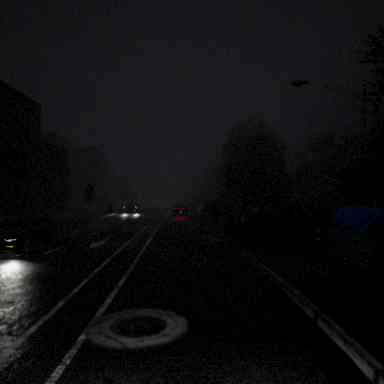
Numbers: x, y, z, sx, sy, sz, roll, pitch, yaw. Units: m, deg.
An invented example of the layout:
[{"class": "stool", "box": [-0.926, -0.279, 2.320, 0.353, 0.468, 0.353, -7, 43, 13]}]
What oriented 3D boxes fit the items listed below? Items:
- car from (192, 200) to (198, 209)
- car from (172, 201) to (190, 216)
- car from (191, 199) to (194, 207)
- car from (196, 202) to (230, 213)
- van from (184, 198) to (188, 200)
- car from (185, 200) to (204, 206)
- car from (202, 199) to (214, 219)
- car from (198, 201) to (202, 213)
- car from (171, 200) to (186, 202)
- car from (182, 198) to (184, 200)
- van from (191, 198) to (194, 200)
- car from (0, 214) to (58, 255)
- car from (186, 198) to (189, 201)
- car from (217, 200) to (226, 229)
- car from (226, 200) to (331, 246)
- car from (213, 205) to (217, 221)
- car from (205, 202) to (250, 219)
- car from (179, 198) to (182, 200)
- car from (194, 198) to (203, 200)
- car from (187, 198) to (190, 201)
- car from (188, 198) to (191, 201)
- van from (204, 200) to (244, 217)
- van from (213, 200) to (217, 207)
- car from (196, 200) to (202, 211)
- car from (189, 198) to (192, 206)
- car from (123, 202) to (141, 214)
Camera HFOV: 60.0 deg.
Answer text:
[{"class": "car", "box": [3.265, 2.356, 49.261, 5.366, 1.575, 1.946, 1, -1, -23]}, {"class": "car", "box": [-1.523, 2.292, 43.692, 1.837, 1.490, 4.892, 0, -1, -2]}, {"class": "car", "box": [2.805, 2.572, 61.201, 4.674, 1.452, 2.002, 1, -1, -24]}, {"class": "car", "box": [3.301, 2.409, 52.302, 4.892, 1.521, 2.231, 1, -1, -23]}, {"class": "van", "box": [1.147, 2.544, 81.849, 4.442, 1.987, 1.878, 1, 0, -25]}, {"class": "car", "box": [0.698, 2.878, 87.814, 4.674, 1.452, 2.002, 1, -1, -26]}, {"class": "car", "box": [4.239, 1.806, 31.591, 5.566, 2.045, 2.435, 1, -1, -23]}, {"class": "car", "box": [3.720, 2.297, 43.419, 4.792, 1.488, 2.163, 1, -1, -23]}, {"class": "car", "box": [-2.329, 2.572, 58.148, 1.994, 1.385, 4.181, 0, -1, -3]}, {"class": "car", "box": [0.811, 2.798, 84.776, 5.366, 1.575, 1.946, 1, -1, -25]}, {"class": "van", "box": [2.725, 2.347, 64.223, 4.442, 1.987, 1.878, 1, -1, -24]}, {"class": "car", "box": [-7.403, 1.744, 14.409, 1.837, 1.490, 4.892, 0, -1, -2]}, {"class": "car", "box": [1.504, 2.780, 78.940, 4.674, 1.452, 2.002, 1, -1, -25]}, {"class": "car", "box": [4.700, 1.571, 19.735, 5.566, 2.045, 2.435, 1, -1, -22]}, {"class": "car", "box": [4.874, 1.512, 16.813, 5.566, 2.045, 2.435, 1, -2, -22]}, {"class": "car", "box": [4.433, 1.875, 22.618, 5.366, 1.575, 1.946, 1, -1, -23]}, {"class": "car", "box": [3.981, 2.040, 37.501, 4.553, 1.767, 2.185, 1, -1, -22]}, {"class": "car", "box": [0.126, 2.657, 93.745, 5.566, 2.045, 2.435, 1, -1, -26]}, {"class": "car", "box": [3.114, 2.324, 55.261, 4.553, 1.767, 2.185, 1, -1, -23]}, {"class": "car", "box": [1.976, 2.717, 73.057, 4.674, 1.452, 2.002, 1, -1, -25]}, {"class": "car", "box": [2.379, 2.643, 70.172, 5.366, 1.575, 1.946, 1, -1, -24]}, {"class": "van", "box": [3.928, 1.993, 40.501, 4.442, 1.987, 1.878, 1, -1, -22]}, {"class": "van", "box": [4.443, 1.776, 28.671, 4.442, 1.987, 1.878, 1, -2, -22]}, {"class": "car", "box": [3.739, 2.316, 46.438, 5.366, 1.575, 1.946, 1, -1, -23]}, {"class": "car", "box": [2.412, 2.607, 67.134, 5.008, 1.535, 2.097, 1, -1, -24]}, {"class": "car", "box": [-8.855, 2.231, 49.034, 2.097, 1.767, 4.553, 0, -1, -2]}]
